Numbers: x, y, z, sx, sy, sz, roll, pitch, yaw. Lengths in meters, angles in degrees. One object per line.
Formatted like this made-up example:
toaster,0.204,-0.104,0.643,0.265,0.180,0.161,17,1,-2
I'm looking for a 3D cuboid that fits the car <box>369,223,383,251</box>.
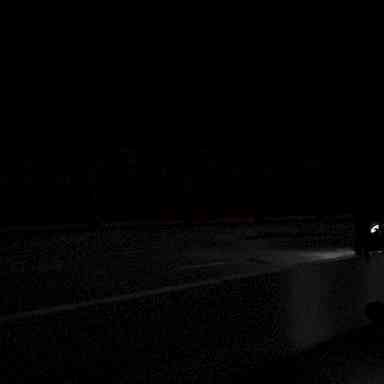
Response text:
car,9.166,1.463,13.107,4.553,1.767,2.097,1,0,-26
